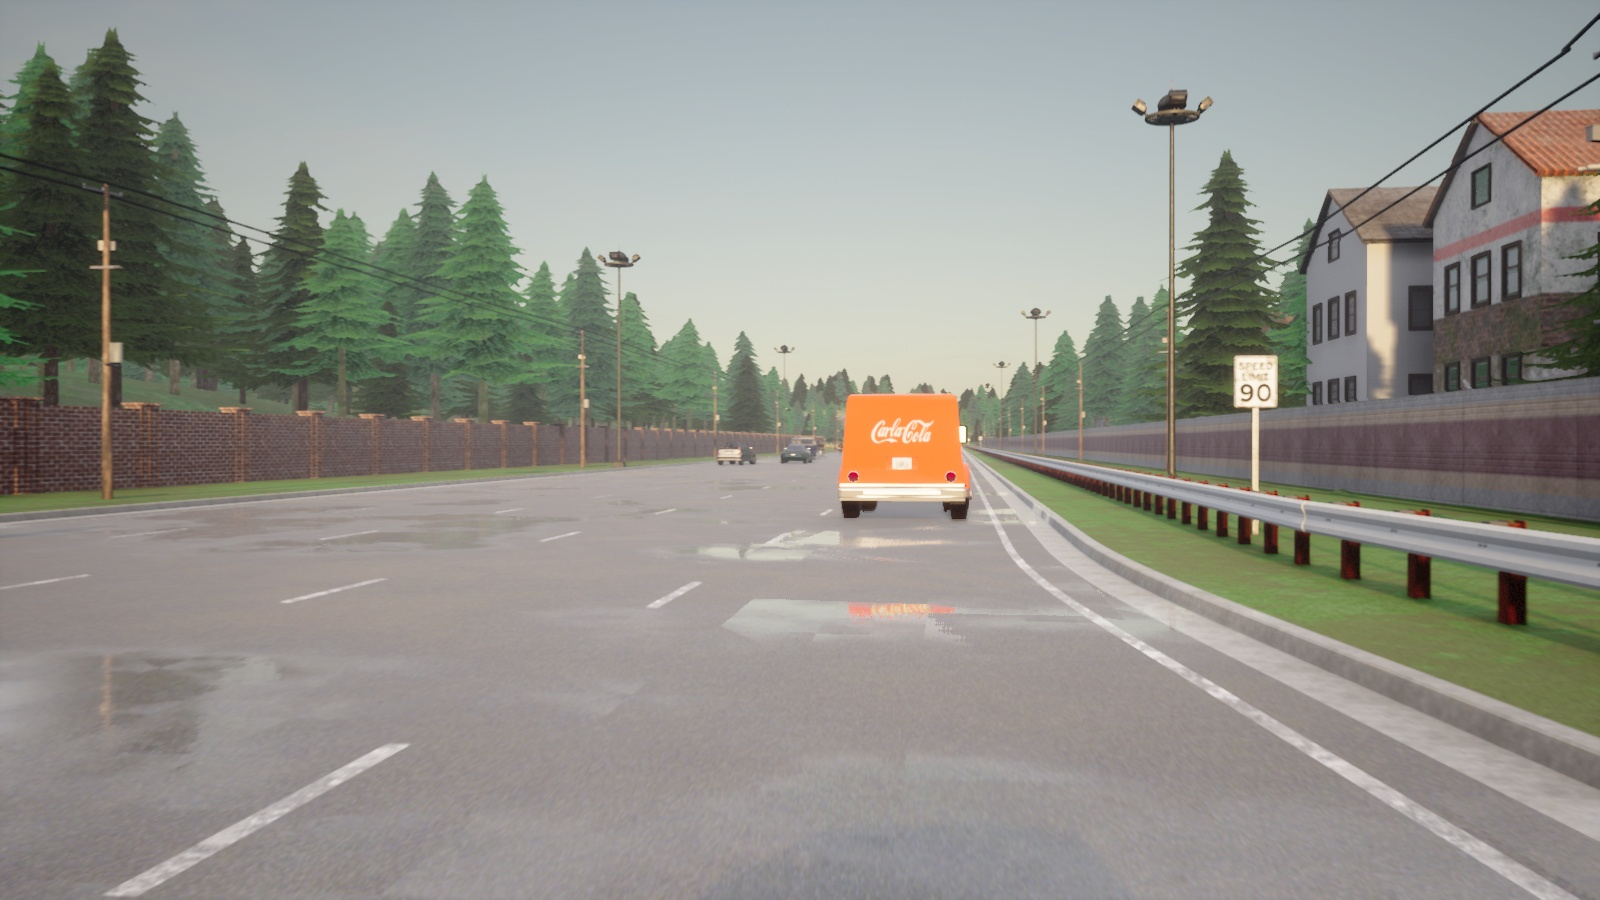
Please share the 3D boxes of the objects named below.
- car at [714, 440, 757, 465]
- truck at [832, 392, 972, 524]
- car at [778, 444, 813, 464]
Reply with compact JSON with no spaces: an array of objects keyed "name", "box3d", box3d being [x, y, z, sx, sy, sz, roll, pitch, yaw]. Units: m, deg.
[{"name":"car","box3d":[-4.348,0.156,85.631,1.851,1.617,3.988,0,0,14]},{"name":"truck","box3d":[2.229,0.119,26.163,2.627,2.467,5.204,0,1,7]},{"name":"car","box3d":[-0.294,0.292,91.743,1.994,1.385,4.181,0,0,7]}]
